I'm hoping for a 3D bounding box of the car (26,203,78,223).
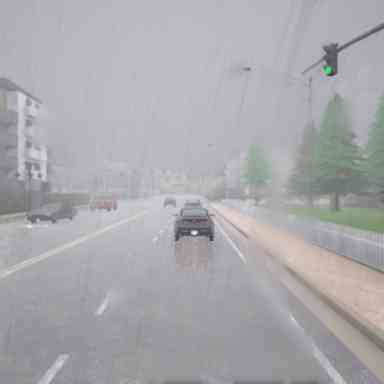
[{"bbox_3d":[-10.656,1.578,25.882,2.033,1.411,5.357,0,0,2],"label":"car"}]

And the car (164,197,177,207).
[{"bbox_3d":[-3.482,1.568,53.288,1.837,1.490,4.892,0,0,0],"label":"car"}]

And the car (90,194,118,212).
[{"bbox_3d":[-10.558,1.268,40.284,2.150,2.045,5.566,0,0,0],"label":"car"}]

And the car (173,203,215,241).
[{"bbox_3d":[0.106,1.524,16.902,1.837,1.490,4.892,0,0,0],"label":"car"}]

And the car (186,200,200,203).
[{"bbox_3d":[0.111,1.532,34.189,2.128,1.511,4.902,0,0,0],"label":"car"}]
